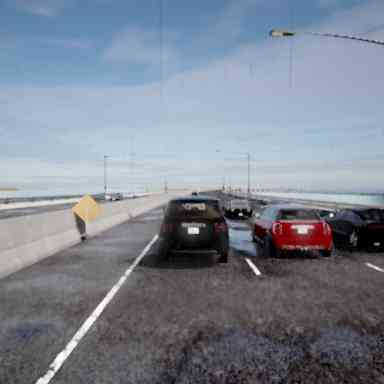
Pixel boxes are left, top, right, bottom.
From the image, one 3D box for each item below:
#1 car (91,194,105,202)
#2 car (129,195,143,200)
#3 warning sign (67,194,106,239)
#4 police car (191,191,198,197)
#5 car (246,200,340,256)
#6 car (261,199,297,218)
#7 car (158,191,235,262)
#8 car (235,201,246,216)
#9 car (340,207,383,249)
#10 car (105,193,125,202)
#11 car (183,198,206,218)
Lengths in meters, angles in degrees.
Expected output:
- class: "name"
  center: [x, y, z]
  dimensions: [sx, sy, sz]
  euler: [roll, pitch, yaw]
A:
- class: "car"
  center: [-16.830, 1.076, 59.448]
  dimensions: [1.994, 1.385, 4.181]
  euler: [0, 1, 2]
- class: "car"
  center: [-9.834, 1.114, 59.235]
  dimensions: [1.895, 1.301, 4.718]
  euler: [0, 1, 2]
- class: "warning sign"
  center: [-4.503, 1.005, 14.264]
  dimensions: [1.300, 1.860, 1.060]
  euler: [0, 0, 0]
- class: "police car"
  center: [0.669, 0.607, 94.204]
  dimensions: [1.930, 1.638, 5.238]
  euler: [0, 1, 2]
- class: "car"
  center: [3.594, 1.251, 12.830]
  dimensions: [2.097, 1.767, 4.553]
  euler: [0, 0, 1]
- class: "car"
  center: [7.226, 1.342, 27.997]
  dimensions: [1.994, 1.385, 4.181]
  euler: [0, 1, 1]
- class: "car"
  center: [0.078, 1.131, 11.874]
  dimensions: [2.150, 2.045, 5.566]
  euler: [0, 1, 1]
- class: "car"
  center: [3.711, 1.385, 27.239]
  dimensions: [1.895, 1.301, 4.718]
  euler: [0, 0, 1]
- class: "car"
  center: [7.111, 1.367, 14.050]
  dimensions: [1.882, 1.535, 5.008]
  euler: [0, 1, 1]
- class: "car"
  center: [-13.335, 1.005, 59.324]
  dimensions: [2.128, 1.511, 4.902]
  euler: [0, 1, 2]
- class: "car"
  center: [0.236, 1.298, 28.571]
  dimensions: [1.812, 1.442, 4.674]
  euler: [0, 1, 1]
